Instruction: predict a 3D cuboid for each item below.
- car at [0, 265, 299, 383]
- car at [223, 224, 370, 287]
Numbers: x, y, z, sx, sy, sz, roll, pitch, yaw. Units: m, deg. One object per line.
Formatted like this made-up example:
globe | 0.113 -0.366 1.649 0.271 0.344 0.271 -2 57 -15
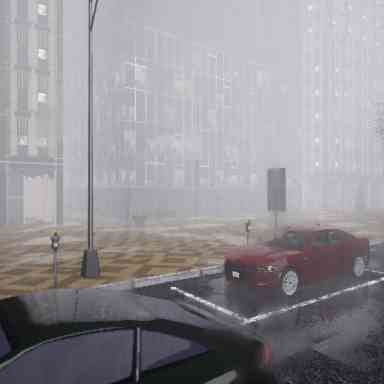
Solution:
car | -1.260 1.564 2.481 4.181 1.385 1.994 0 0 -35
car | 2.783 1.545 8.523 4.507 1.381 1.887 0 0 -35
